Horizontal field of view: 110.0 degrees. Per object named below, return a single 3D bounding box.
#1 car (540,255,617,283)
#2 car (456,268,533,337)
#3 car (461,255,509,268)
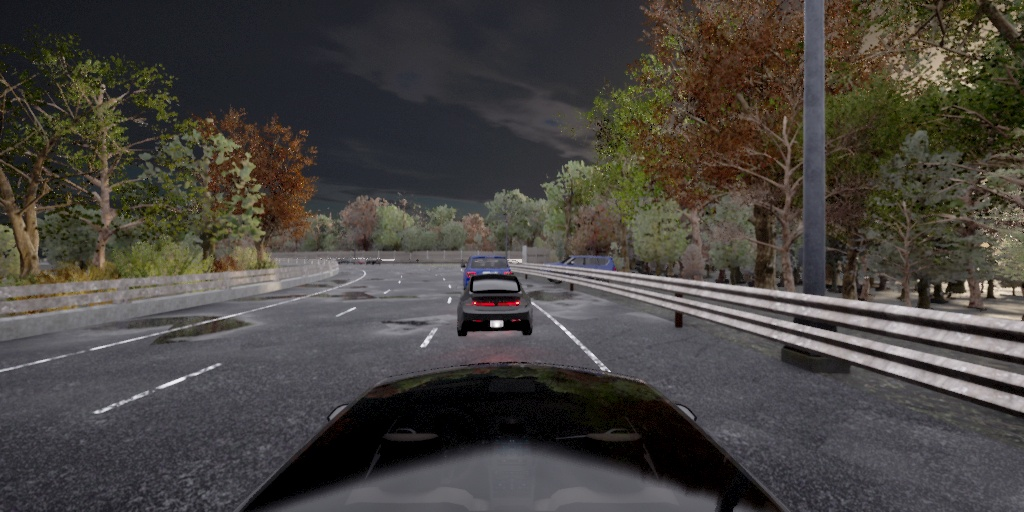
[{"bbox_3d":[4.840,0.952,26.118,5.566,2.045,2.150,3,2,-7],"label":"car"},{"bbox_3d":[-0.550,1.250,10.339,1.837,1.490,4.892,0,0,-5],"label":"car"},{"bbox_3d":[-1.315,0.963,17.815,2.150,2.045,5.566,0,0,-9],"label":"car"}]
